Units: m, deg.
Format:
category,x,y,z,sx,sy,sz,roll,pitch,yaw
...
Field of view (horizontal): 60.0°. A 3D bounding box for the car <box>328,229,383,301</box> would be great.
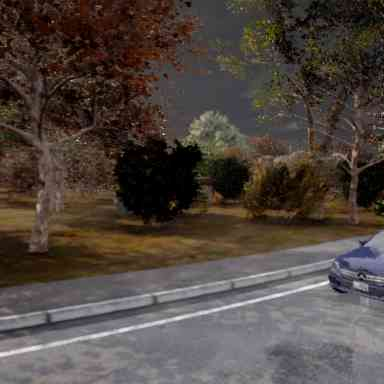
category,x,y,z,sx,sy,sz,roll,pitch,yaw
car,5.112,1.532,7.688,4.674,1.442,1.812,0,0,-35
